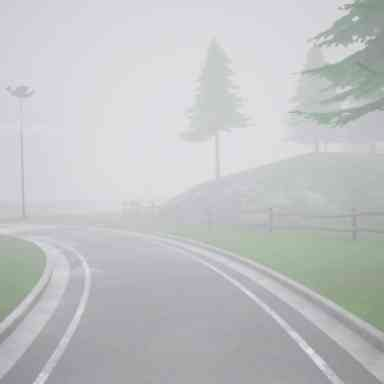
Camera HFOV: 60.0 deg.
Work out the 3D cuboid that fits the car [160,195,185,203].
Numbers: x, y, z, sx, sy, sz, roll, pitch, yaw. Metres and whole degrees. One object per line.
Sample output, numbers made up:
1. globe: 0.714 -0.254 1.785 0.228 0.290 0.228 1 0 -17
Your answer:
1. car: -4.457 1.540 69.066 2.128 1.511 4.902 -1 0 45
